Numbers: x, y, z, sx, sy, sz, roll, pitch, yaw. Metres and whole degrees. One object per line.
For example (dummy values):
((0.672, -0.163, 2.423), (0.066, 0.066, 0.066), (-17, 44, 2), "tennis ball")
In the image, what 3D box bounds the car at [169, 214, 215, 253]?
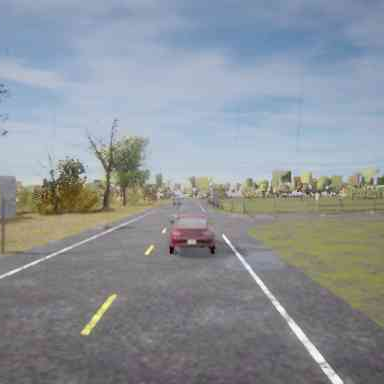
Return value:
((0.005, 1.671, 14.386), (1.812, 1.442, 4.674), (0, 0, 0), "car")

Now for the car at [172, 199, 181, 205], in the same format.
((-3.514, 2.295, 77.669), (2.128, 1.511, 4.902), (0, -1, 0), "car")
